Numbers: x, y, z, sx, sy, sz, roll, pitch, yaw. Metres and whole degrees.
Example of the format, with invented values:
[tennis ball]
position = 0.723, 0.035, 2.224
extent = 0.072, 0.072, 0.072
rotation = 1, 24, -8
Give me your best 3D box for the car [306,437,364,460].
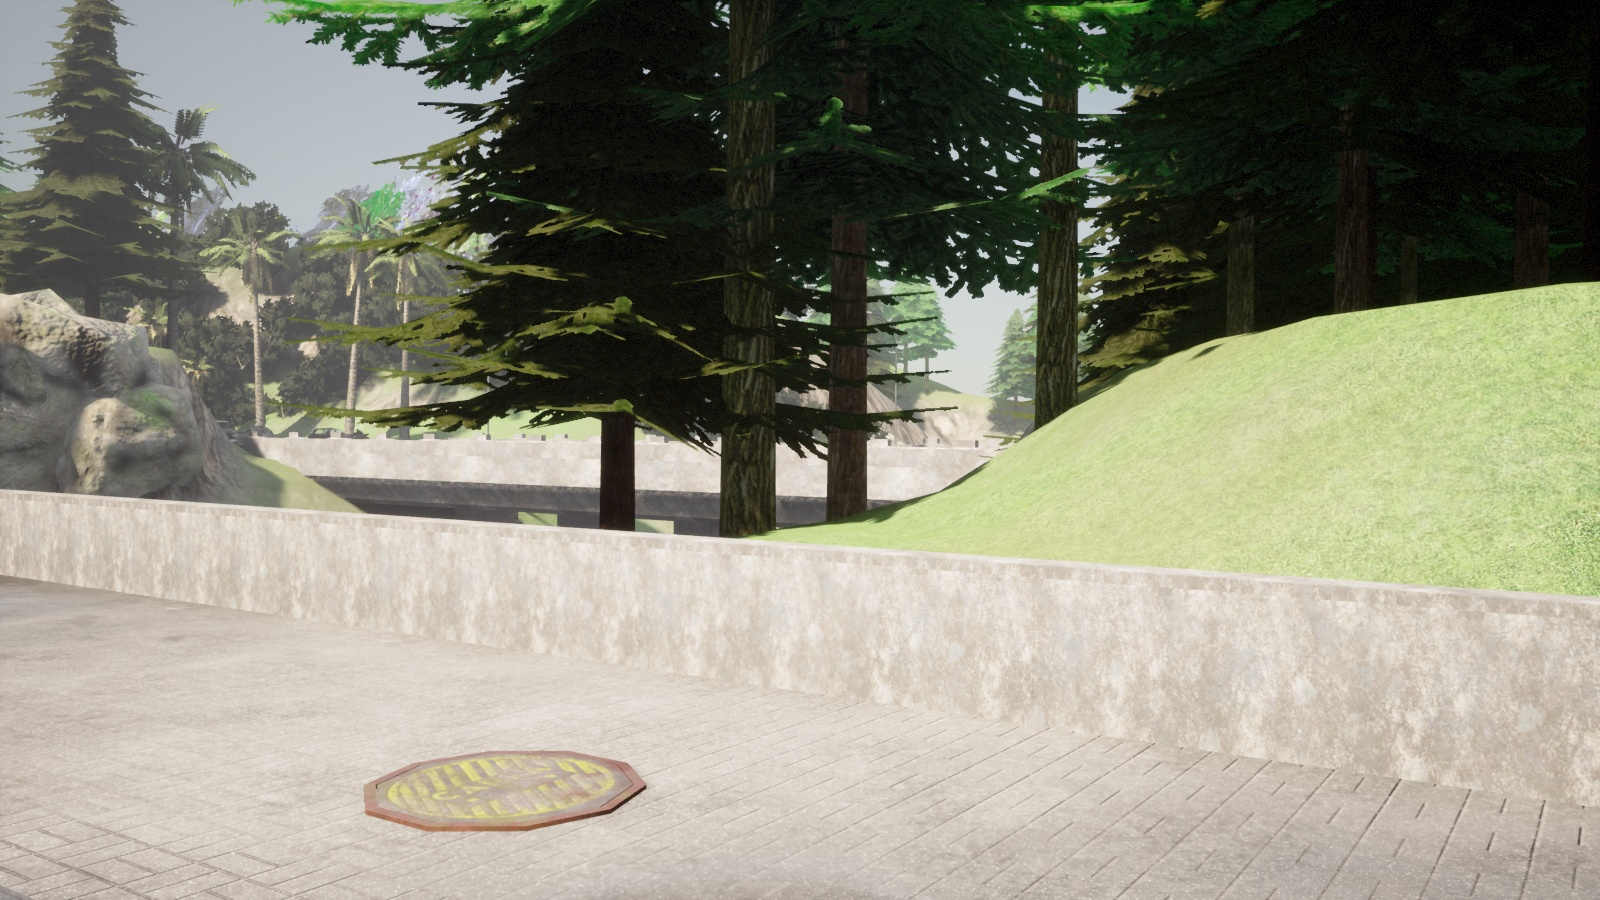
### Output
[car]
position = -31.243, -0.123, 84.382
extent = 3.633, 1.501, 1.845
rotation = 0, 1, 34
